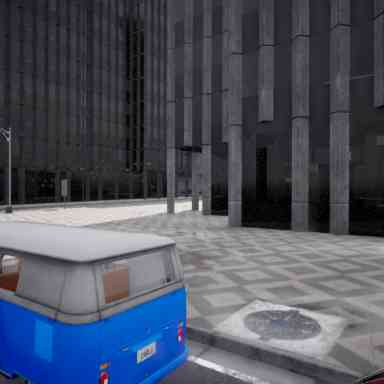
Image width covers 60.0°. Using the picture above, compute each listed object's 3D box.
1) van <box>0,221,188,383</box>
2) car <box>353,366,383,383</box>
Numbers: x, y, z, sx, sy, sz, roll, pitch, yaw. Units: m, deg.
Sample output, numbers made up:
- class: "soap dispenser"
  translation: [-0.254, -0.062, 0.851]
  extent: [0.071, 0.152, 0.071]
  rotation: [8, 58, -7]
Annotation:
- class: "van"
  translation: [-1.953, 1.341, 4.353]
  extent: [3.998, 1.788, 1.690]
  rotation: [0, 0, 35]
- class: "car"
  translation: [2.548, 1.440, 1.149]
  extent: [4.097, 1.590, 1.967]
  rotation: [0, 0, 35]
